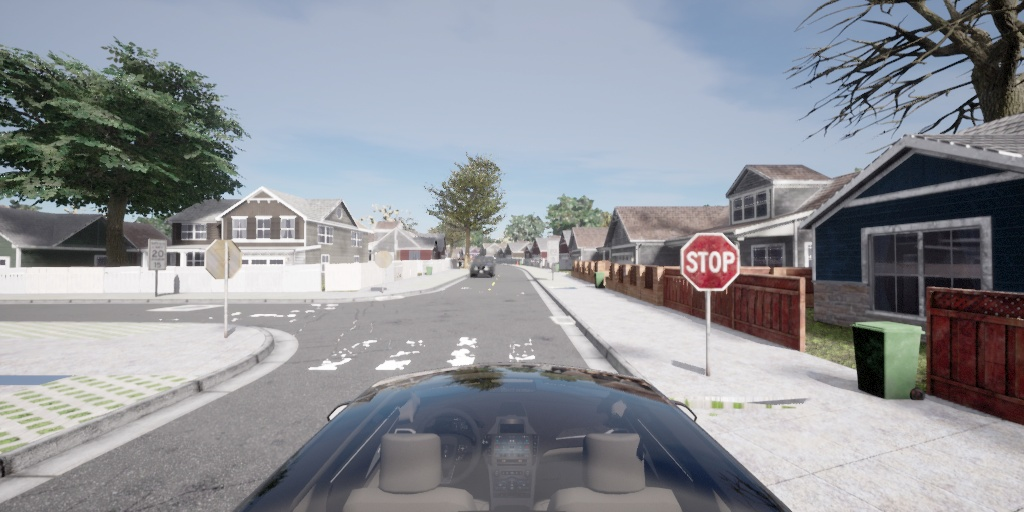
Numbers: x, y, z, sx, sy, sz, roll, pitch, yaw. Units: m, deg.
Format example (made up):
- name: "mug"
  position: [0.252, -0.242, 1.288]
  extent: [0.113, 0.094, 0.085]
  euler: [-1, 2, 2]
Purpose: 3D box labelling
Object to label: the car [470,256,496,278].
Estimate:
- name: "car"
  position: [-2.695, 1.025, 34.099]
  extent: [2.150, 2.045, 5.566]
  euler: [0, 0, 0]
